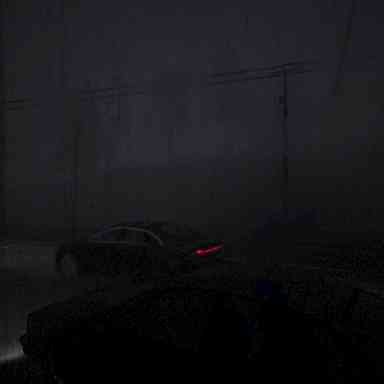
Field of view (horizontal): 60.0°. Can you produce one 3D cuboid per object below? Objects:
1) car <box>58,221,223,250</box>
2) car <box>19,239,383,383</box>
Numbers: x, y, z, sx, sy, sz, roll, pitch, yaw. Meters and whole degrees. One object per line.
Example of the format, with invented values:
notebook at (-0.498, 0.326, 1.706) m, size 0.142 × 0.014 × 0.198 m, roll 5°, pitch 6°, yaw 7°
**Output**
car at (-1.492, 1.535, 8.712) m, size 4.902 × 1.511 × 2.128 m, roll -1°, pitch 0°, yaw 31°
car at (0.445, 1.550, 3.541) m, size 5.357 × 1.411 × 2.033 m, roll -1°, pitch 0°, yaw 33°
